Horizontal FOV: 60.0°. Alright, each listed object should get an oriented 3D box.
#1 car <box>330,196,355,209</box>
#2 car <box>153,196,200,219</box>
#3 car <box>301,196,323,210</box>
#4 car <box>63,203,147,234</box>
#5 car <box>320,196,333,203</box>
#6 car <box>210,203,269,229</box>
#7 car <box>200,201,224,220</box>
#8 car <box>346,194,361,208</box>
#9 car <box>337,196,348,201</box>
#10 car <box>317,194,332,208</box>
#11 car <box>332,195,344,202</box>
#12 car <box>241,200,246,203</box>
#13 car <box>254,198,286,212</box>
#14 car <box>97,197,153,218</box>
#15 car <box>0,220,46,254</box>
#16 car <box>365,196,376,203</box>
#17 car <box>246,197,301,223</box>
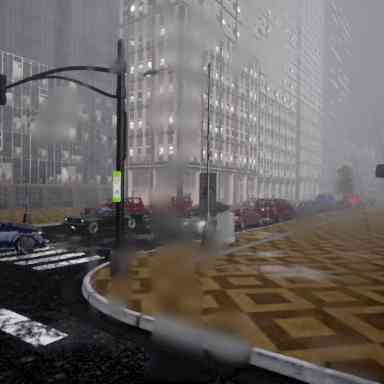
[{"bbox_3d":[21.360,1.655,47.119,1.812,1.442,4.674,1,1,35],"label":"car"},{"bbox_3d":[-1.843,1.283,28.964,2.192,1.841,5.009,1,0,35],"label":"car"},{"bbox_3d":[15.243,1.642,43.606,1.994,1.385,4.181,1,1,35],"label":"car"},{"bbox_3d":[-5.165,1.595,19.747,1.895,1.301,4.718,1,1,35],"label":"car"},{"bbox_3d":[29.832,1.616,73.548,1.802,1.307,4.206,1,1,35],"label":"car"},{"bbox_3d":[3.223,1.668,22.038,1.802,1.307,4.206,1,0,35],"label":"car"},{"bbox_3d":[1.448,1.487,29.126,1.882,1.535,5.008,1,0,36],"label":"car"},{"bbox_3d":[25.388,1.365,52.882,2.150,2.045,5.566,1,1,35],"label":"car"},{"bbox_3d":[39.424,1.623,87.115,1.947,1.339,4.313,1,1,35],"label":"car"},{"bbox_3d":[20.631,1.310,51.317,2.150,2.045,5.566,1,1,35],"label":"car"},{"bbox_3d":[36.140,1.570,82.468,1.752,1.417,4.829,1,1,35],"label":"car"},{"bbox_3d":[7.658,1.430,42.293,1.967,1.590,4.097,1,0,35],"label":"car"},{"bbox_3d":[9.629,1.518,40.660,2.128,1.511,4.902,1,1,36],"label":"car"},{"bbox_3d":[-5.498,1.274,23.794,2.192,1.841,5.009,1,0,35],"label":"car"},{"bbox_3d":[-7.735,1.579,12.352,4.181,1.385,1.994,0,1,-35],"label":"car"},{"bbox_3d":[39.470,1.598,73.528,1.967,1.590,4.097,1,1,35],"label":"car"},{"bbox_3d":[6.712,1.409,26.966,2.192,1.841,5.009,1,0,35],"label":"car"}]
